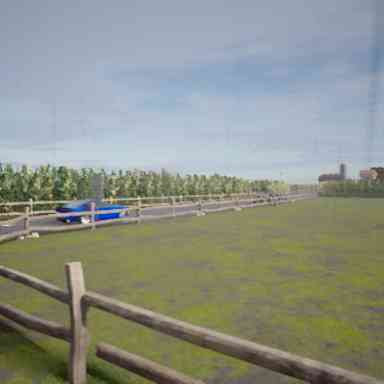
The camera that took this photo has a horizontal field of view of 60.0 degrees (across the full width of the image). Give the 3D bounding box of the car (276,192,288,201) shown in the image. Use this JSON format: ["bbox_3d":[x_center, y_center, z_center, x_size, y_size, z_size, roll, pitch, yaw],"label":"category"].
[{"bbox_3d":[14.967,0.752,56.613,1.837,1.490,4.892,1,1,28],"label":"car"}]

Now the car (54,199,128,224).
[{"bbox_3d":[-6.291,1.195,21.384,1.882,1.535,5.008,1,1,34],"label":"car"}]

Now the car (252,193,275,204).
[{"bbox_3d":[10.046,0.877,47.709,1.837,1.490,4.892,1,1,30],"label":"car"}]
